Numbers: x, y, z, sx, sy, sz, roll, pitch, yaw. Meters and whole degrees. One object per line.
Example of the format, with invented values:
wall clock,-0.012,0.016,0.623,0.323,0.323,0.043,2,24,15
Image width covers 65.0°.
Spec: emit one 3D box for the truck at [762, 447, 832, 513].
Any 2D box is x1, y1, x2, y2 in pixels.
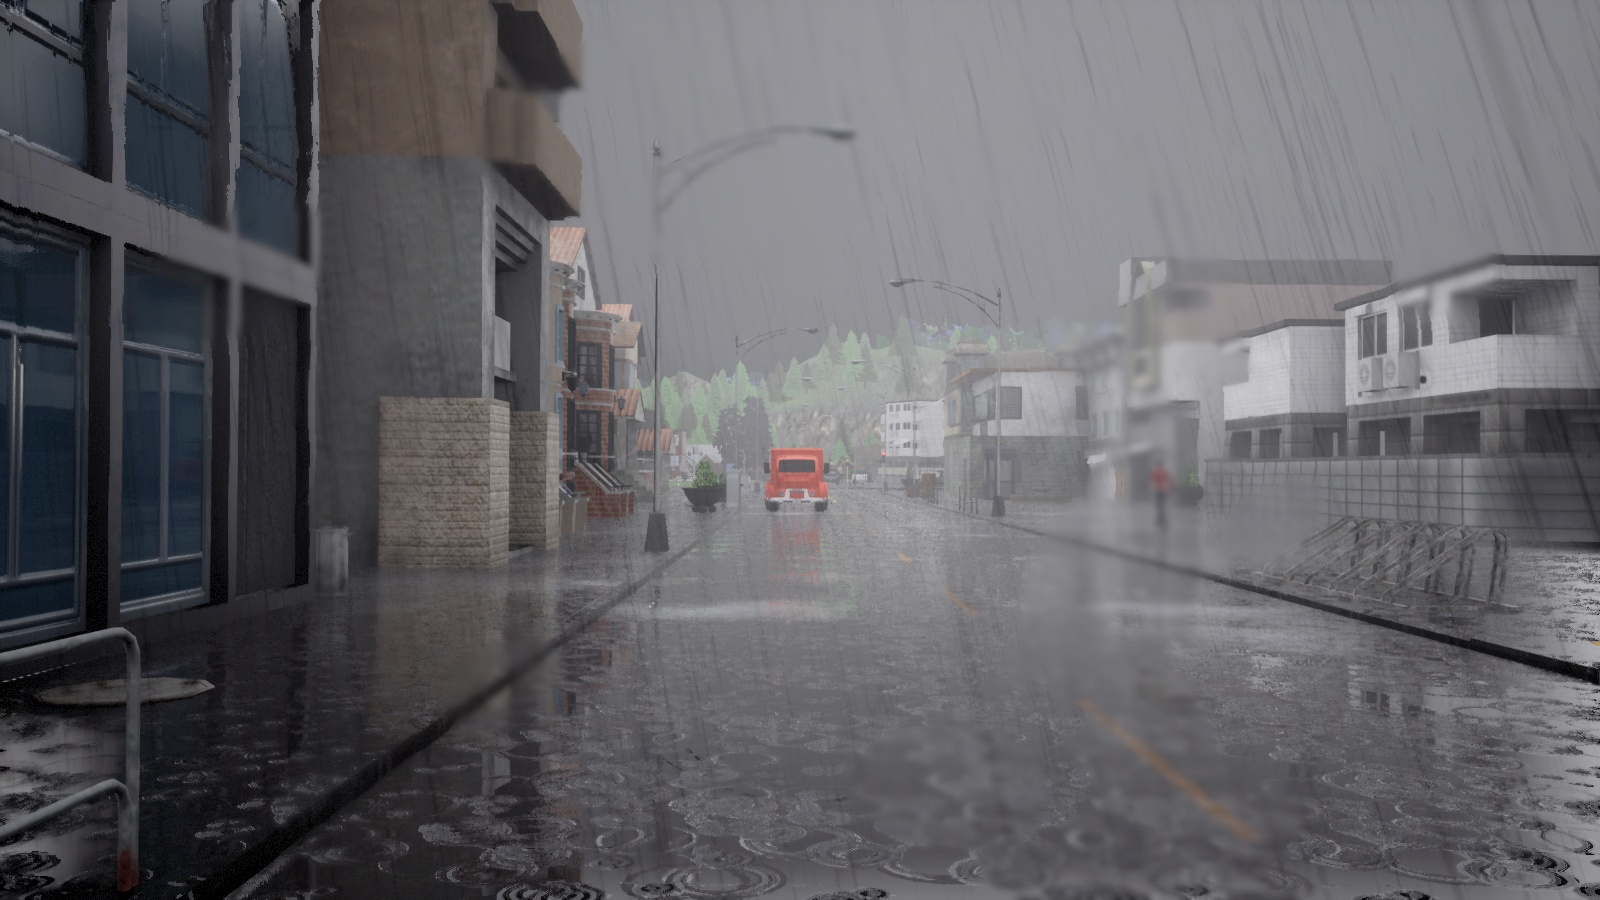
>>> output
truck,-0.120,1.164,49.868,2.627,2.467,5.204,0,-1,0
